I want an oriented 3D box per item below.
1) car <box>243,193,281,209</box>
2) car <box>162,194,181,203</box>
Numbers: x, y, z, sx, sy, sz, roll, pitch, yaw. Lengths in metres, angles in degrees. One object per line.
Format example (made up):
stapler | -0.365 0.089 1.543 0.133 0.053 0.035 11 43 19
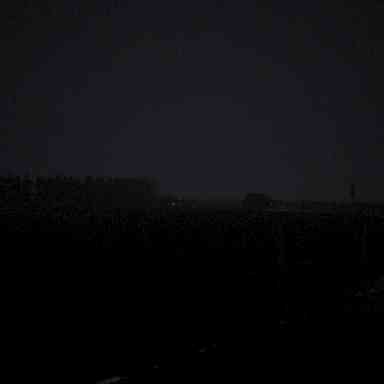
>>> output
car | 9.371 1.141 44.885 2.150 2.045 5.566 -1 1 -35
car | -3.967 1.219 63.892 2.097 1.767 4.553 -1 1 -35
